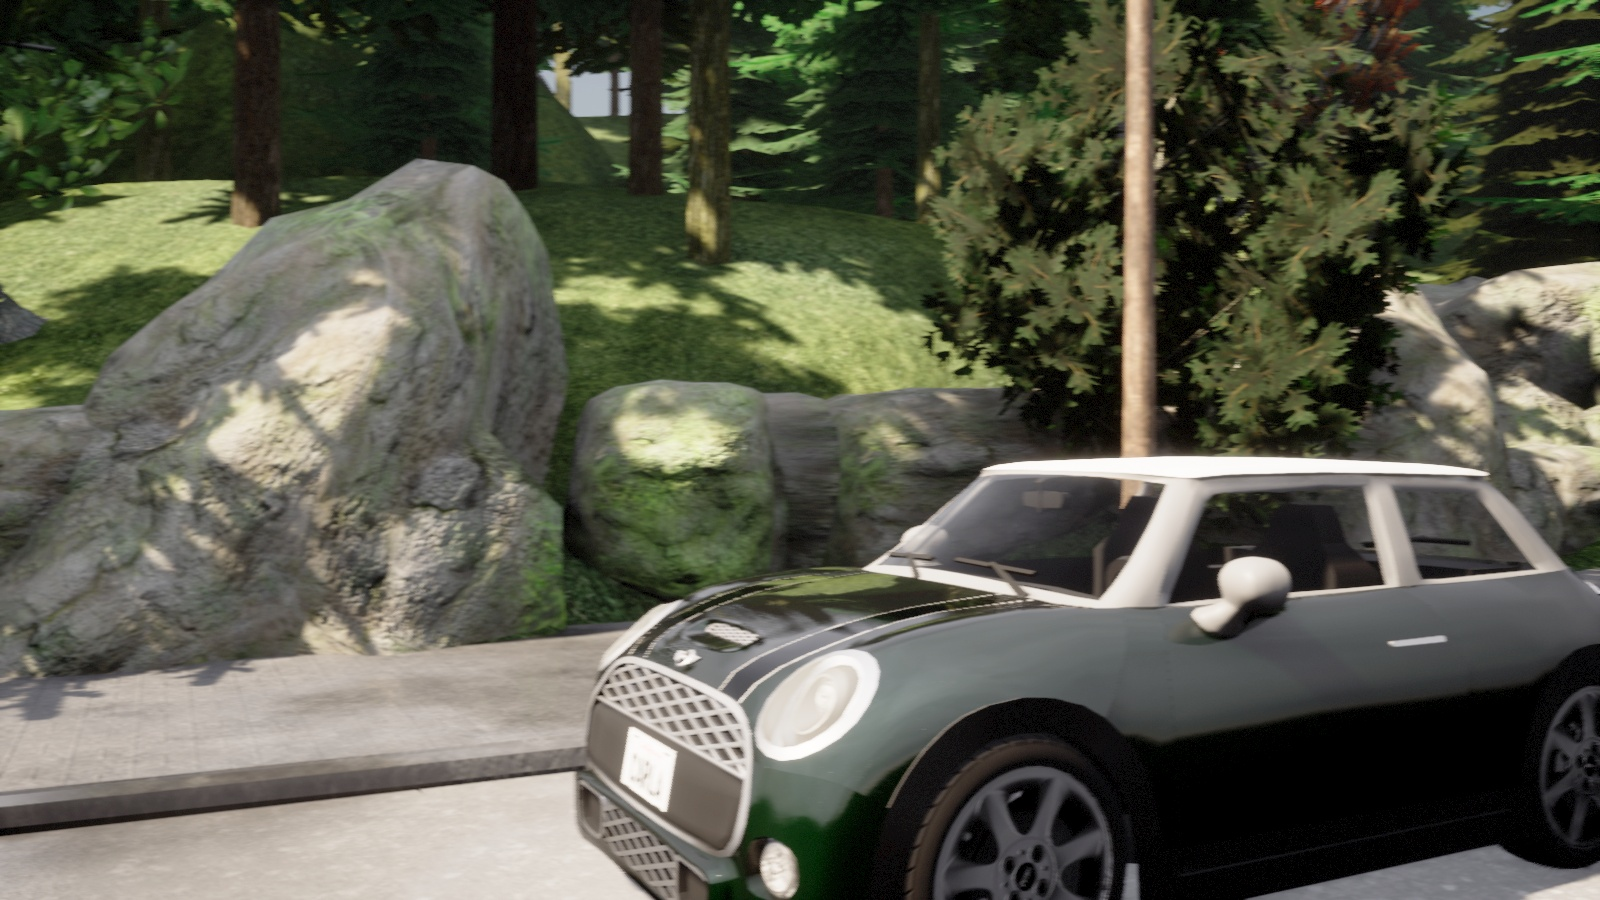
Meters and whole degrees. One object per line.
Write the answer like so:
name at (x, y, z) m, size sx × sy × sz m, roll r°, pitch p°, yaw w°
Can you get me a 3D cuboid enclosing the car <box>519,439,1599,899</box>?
car at (1.113, 0.713, 4.605) m, size 3.806 × 1.475 × 1.970 m, roll 0°, pitch 0°, yaw -27°
